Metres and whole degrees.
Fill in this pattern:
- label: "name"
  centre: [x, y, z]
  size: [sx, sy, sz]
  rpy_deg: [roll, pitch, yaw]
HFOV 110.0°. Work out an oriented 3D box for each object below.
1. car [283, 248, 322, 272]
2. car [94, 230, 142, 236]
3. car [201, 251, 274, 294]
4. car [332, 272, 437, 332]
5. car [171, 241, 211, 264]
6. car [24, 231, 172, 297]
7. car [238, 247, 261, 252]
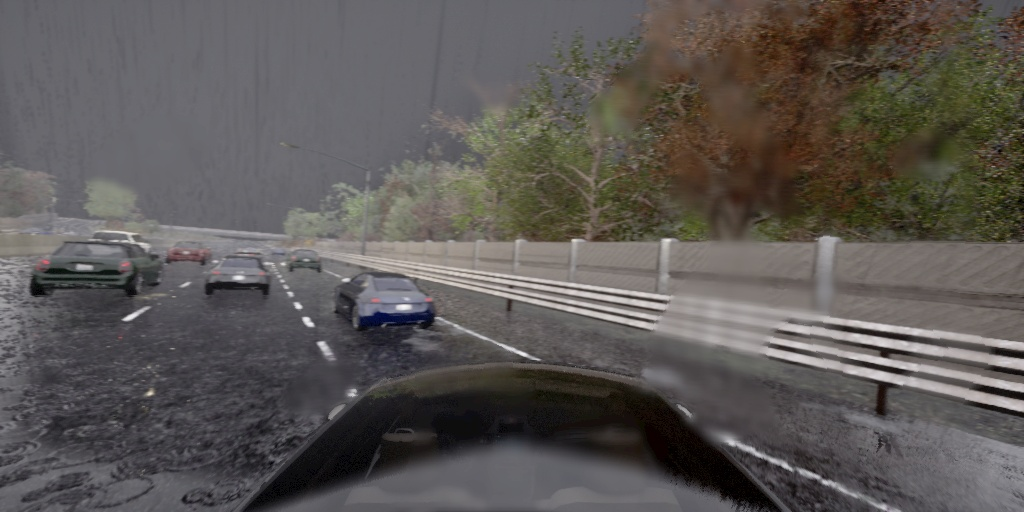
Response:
- label: "car"
  centre: [-16.090, 0.240, 27.668]
  size: [2.097, 1.767, 4.553]
  rpy_deg: [4, -1, -35]
- label: "car"
  centre: [-26.356, -0.627, 24.214]
  size: [2.150, 2.045, 5.566]
  rpy_deg: [4, -1, -35]
- label: "car"
  centre: [-10.887, 0.683, 14.437]
  size: [1.994, 1.385, 4.181]
  rpy_deg: [4, -1, -35]
- label: "car"
  centre: [-3.744, 1.134, 10.223]
  size: [1.994, 1.385, 4.181]
  rpy_deg: [4, -1, -35]
- label: "car"
  centre: [-23.737, -0.294, 26.543]
  size: [2.097, 1.767, 4.553]
  rpy_deg: [4, -1, -35]
- label: "car"
  centre: [-13.423, 0.274, 11.994]
  size: [2.097, 1.767, 4.553]
  rpy_deg: [4, -1, -35]
- label: "car"
  centre: [-21.034, 0.052, 28.761]
  size: [2.128, 1.511, 4.902]
  rpy_deg: [4, -1, -35]
